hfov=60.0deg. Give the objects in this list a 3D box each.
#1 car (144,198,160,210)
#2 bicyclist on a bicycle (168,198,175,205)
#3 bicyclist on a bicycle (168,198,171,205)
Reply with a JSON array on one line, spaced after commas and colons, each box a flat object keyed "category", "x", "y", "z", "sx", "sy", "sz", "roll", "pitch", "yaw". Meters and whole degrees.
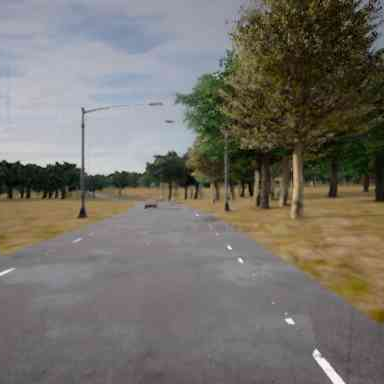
[{"category": "car", "x": -6.134, "y": 1.814, "z": 50.092, "sx": 1.882, "sy": 1.535, "sz": 5.008, "roll": 0, "pitch": -1, "yaw": -5}, {"category": "bicyclist on a bicycle", "x": -4.114, "y": 2.046, "z": 70.816, "sx": 0.866, "sy": 1.612, "sz": 1.509, "roll": 0, "pitch": -1, "yaw": -8}, {"category": "bicyclist on a bicycle", "x": -5.475, "y": 2.195, "z": 79.767, "sx": 0.582, "sy": 1.620, "sz": 1.656, "roll": 0, "pitch": -1, "yaw": -9}]
